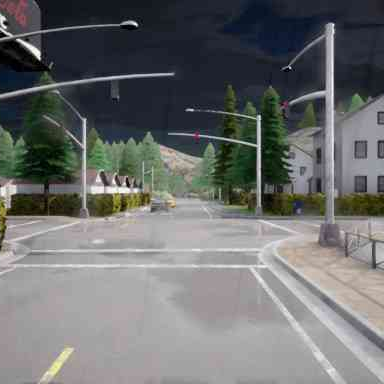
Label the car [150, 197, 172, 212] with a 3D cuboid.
[{"bbox_3d":[-3.585,1.526,38.117,1.812,1.442,4.674,0,0,0],"label":"car"}]

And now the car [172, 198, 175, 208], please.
[{"bbox_3d":[-3.588,1.477,48.589,1.882,1.535,5.008,0,0,0],"label":"car"}]
